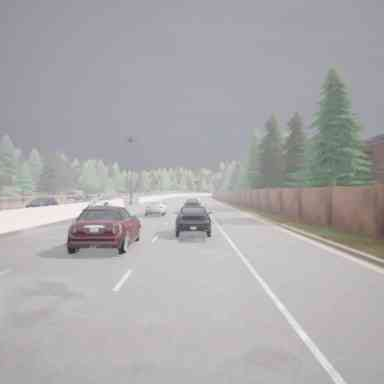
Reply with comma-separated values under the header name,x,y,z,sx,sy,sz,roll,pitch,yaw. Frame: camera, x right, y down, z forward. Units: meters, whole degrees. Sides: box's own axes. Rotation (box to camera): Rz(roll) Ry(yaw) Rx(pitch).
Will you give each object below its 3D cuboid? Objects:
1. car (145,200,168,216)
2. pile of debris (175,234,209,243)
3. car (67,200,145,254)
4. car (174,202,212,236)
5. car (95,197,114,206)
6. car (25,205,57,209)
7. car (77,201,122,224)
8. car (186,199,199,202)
name,x,y,z,sx,sy,sz,roll,pitch,yaw
car,-3.452,1.530,32.637,1.812,1.442,4.674,0,0,0
pile of debris,-0.017,2.177,15.620,1.500,0.140,1.860,0,0,0
car,-3.415,1.354,13.732,2.097,1.767,4.553,0,0,0
car,0.070,1.506,18.552,1.837,1.490,4.892,0,0,0
car,-14.107,1.535,53.853,1.812,1.442,4.674,0,0,0
car,-17.606,1.359,39.104,2.097,1.767,4.553,0,0,0
car,-6.930,1.496,25.577,2.128,1.511,4.902,0,0,0
car,0.056,1.509,36.581,1.837,1.490,4.892,0,0,0
